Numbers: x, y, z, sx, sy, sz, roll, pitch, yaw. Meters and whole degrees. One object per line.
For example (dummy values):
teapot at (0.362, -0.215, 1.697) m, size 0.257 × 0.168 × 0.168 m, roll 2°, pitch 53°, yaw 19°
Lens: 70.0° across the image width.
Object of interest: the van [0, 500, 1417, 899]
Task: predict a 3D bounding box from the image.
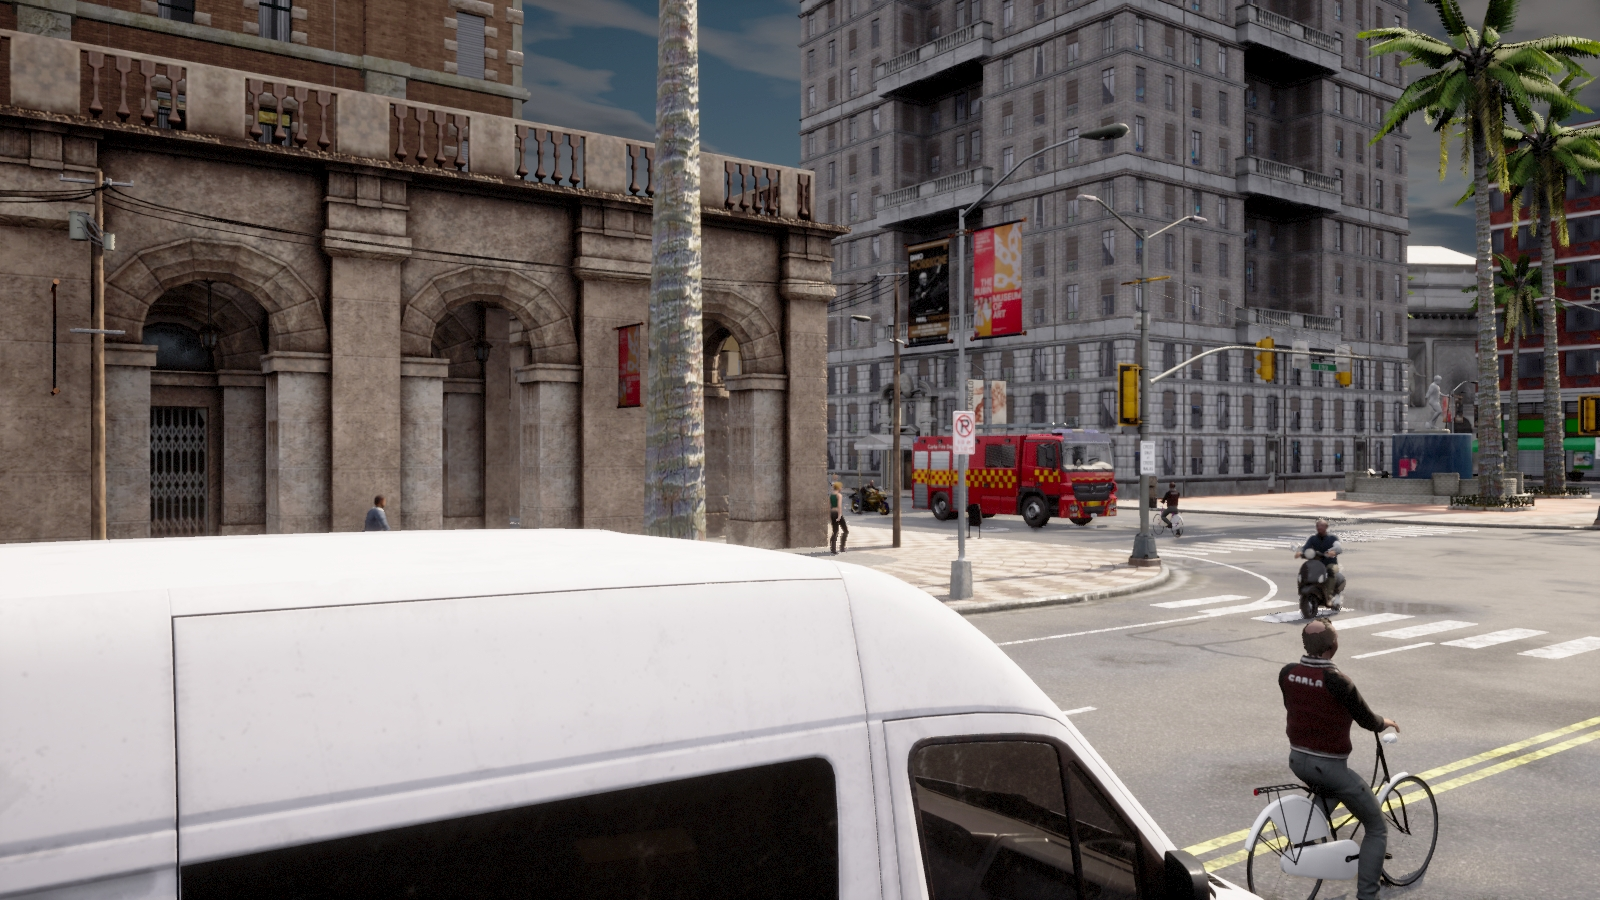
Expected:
van at (-0.760, 1.534, 3.254) m, size 5.915 × 2.561 × 1.988 m, roll 0°, pitch 0°, yaw -35°

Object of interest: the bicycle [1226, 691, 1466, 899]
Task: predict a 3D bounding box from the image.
bicycle at (3.417, 2.210, 7.085) m, size 1.835 × 1.171 × 0.329 m, roll 0°, pitch 0°, yaw -29°

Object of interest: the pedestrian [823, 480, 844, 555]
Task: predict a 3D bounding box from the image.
pedestrian at (0.836, 1.698, 28.739) m, size 0.375 × 1.860 × 0.375 m, roll 0°, pitch 0°, yaw 43°

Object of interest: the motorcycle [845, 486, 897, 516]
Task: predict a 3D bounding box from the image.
motorcycle at (3.065, 2.205, 49.743) m, size 2.209 × 1.251 × 0.867 m, roll 0°, pitch 0°, yaw 44°

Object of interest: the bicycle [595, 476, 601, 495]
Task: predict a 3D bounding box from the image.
bicycle at (-12.612, 2.210, 71.312) m, size 0.329 × 1.171 × 1.835 m, roll 0°, pitch 0°, yaw -13°

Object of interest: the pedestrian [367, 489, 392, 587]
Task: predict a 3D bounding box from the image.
pedestrian at (-8.138, 1.696, 22.100) m, size 0.375 × 1.860 × 0.375 m, roll 0°, pitch 0°, yaw -35°

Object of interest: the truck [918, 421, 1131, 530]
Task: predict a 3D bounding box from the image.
truck at (8.452, 0.890, 44.320) m, size 2.891 × 3.827 × 8.468 m, roll 0°, pitch 0°, yaw -35°

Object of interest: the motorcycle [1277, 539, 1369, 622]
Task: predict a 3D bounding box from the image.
motorcycle at (8.872, 2.182, 19.355) m, size 0.856 × 1.236 × 1.805 m, roll -4°, pitch -3°, yaw 43°
